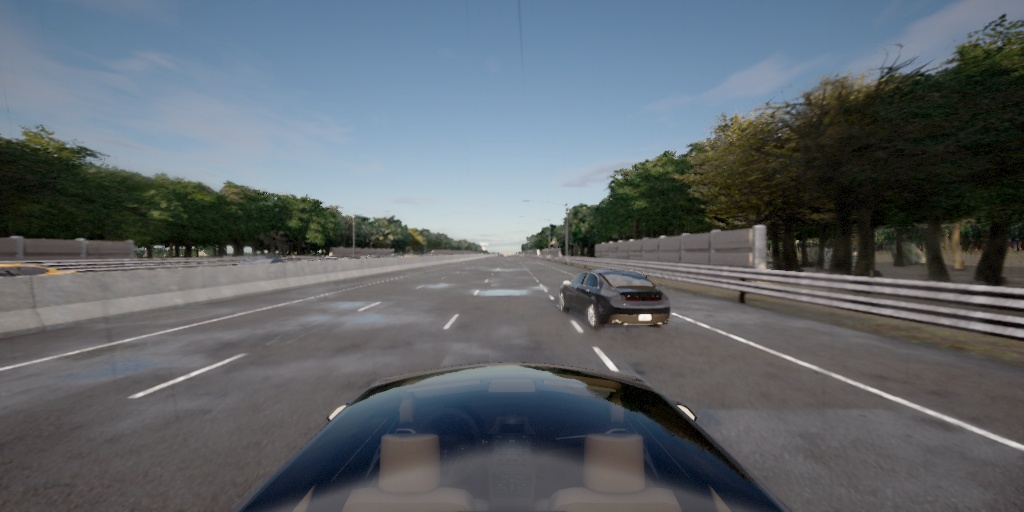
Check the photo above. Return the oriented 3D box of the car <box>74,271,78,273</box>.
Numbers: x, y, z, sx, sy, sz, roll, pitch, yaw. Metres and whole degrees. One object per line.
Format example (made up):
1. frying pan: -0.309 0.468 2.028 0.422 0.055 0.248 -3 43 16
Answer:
1. car: -21.078 1.071 14.524 1.882 1.535 5.008 0 0 0

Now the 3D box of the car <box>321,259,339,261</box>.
1. car: -17.521 0.932 34.393 1.994 1.385 4.181 0 1 0

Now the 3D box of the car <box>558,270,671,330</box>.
1. car: 2.769 1.147 10.751 1.837 1.490 4.892 1 1 -8

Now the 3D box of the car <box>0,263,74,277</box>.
1. car: -17.588 1.139 11.104 1.837 1.490 4.892 0 1 0

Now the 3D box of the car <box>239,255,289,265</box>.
1. car: -21.041 0.929 30.947 1.812 1.442 4.674 0 1 1
